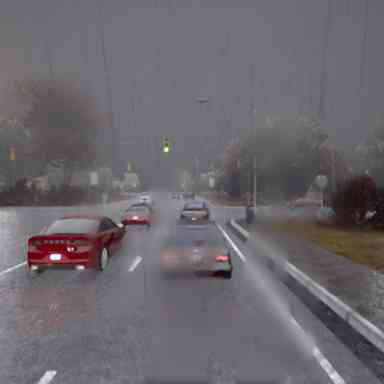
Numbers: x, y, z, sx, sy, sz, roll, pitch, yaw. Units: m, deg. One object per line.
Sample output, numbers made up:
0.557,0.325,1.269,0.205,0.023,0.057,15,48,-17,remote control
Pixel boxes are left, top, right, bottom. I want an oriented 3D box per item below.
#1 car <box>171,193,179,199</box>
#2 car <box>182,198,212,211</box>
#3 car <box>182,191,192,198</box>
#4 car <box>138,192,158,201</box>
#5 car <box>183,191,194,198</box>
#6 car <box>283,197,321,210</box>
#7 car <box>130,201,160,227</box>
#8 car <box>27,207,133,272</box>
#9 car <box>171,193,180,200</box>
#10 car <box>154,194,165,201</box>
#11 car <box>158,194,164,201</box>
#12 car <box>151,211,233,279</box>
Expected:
-4.877,1.030,94.307,2.128,1.511,4.902,0,1,-7,car
0.339,1.440,22.928,2.128,1.511,4.902,0,0,5,car
-1.434,0.724,95.040,2.150,2.045,5.566,0,1,-7,car
-7.148,1.054,53.070,2.150,2.045,5.566,0,0,0,car
-0.617,0.833,84.706,2.150,2.045,5.566,0,1,-4,car
13.647,1.404,41.030,4.674,1.442,1.812,0,0,-3,car
-3.422,1.515,22.120,1.994,1.385,4.181,0,0,0,car
-3.408,1.472,10.781,1.882,1.535,5.008,0,0,0,car
-4.101,1.137,84.283,2.128,1.511,4.902,0,1,-4,car
-7.200,1.237,73.630,2.128,1.511,4.902,0,0,-1,car
-7.119,1.276,63.242,2.128,1.511,4.902,0,0,0,car
0.091,1.544,10.003,2.033,1.411,5.357,0,0,0,car
